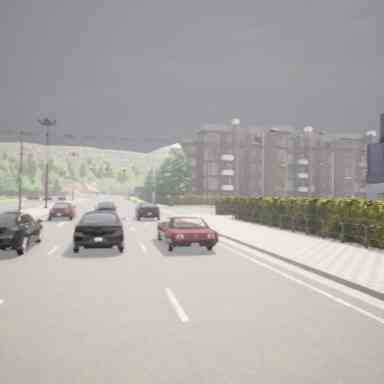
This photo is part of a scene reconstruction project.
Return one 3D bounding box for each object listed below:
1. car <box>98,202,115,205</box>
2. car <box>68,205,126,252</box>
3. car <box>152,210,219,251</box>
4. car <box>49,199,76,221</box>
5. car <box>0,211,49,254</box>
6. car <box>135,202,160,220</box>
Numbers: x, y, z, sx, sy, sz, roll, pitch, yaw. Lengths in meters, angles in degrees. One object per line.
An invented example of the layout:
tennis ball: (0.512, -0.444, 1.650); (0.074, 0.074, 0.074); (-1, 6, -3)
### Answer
car: (-7.377, 1.615, 28.642); (1.837, 1.490, 4.892); (1, 0, -14)
car: (-3.873, 1.528, 14.165); (1.882, 1.535, 5.008); (1, 0, -13)
car: (-0.392, 1.702, 14.626); (1.895, 1.301, 4.718); (1, 0, -13)
car: (-10.791, 1.581, 27.868); (1.812, 1.442, 4.674); (1, 0, -14)
car: (-7.240, 1.506, 13.186); (1.837, 1.490, 4.892); (1, 0, -13)
car: (-3.995, 1.638, 29.647); (1.882, 1.535, 5.008); (1, 0, -13)
